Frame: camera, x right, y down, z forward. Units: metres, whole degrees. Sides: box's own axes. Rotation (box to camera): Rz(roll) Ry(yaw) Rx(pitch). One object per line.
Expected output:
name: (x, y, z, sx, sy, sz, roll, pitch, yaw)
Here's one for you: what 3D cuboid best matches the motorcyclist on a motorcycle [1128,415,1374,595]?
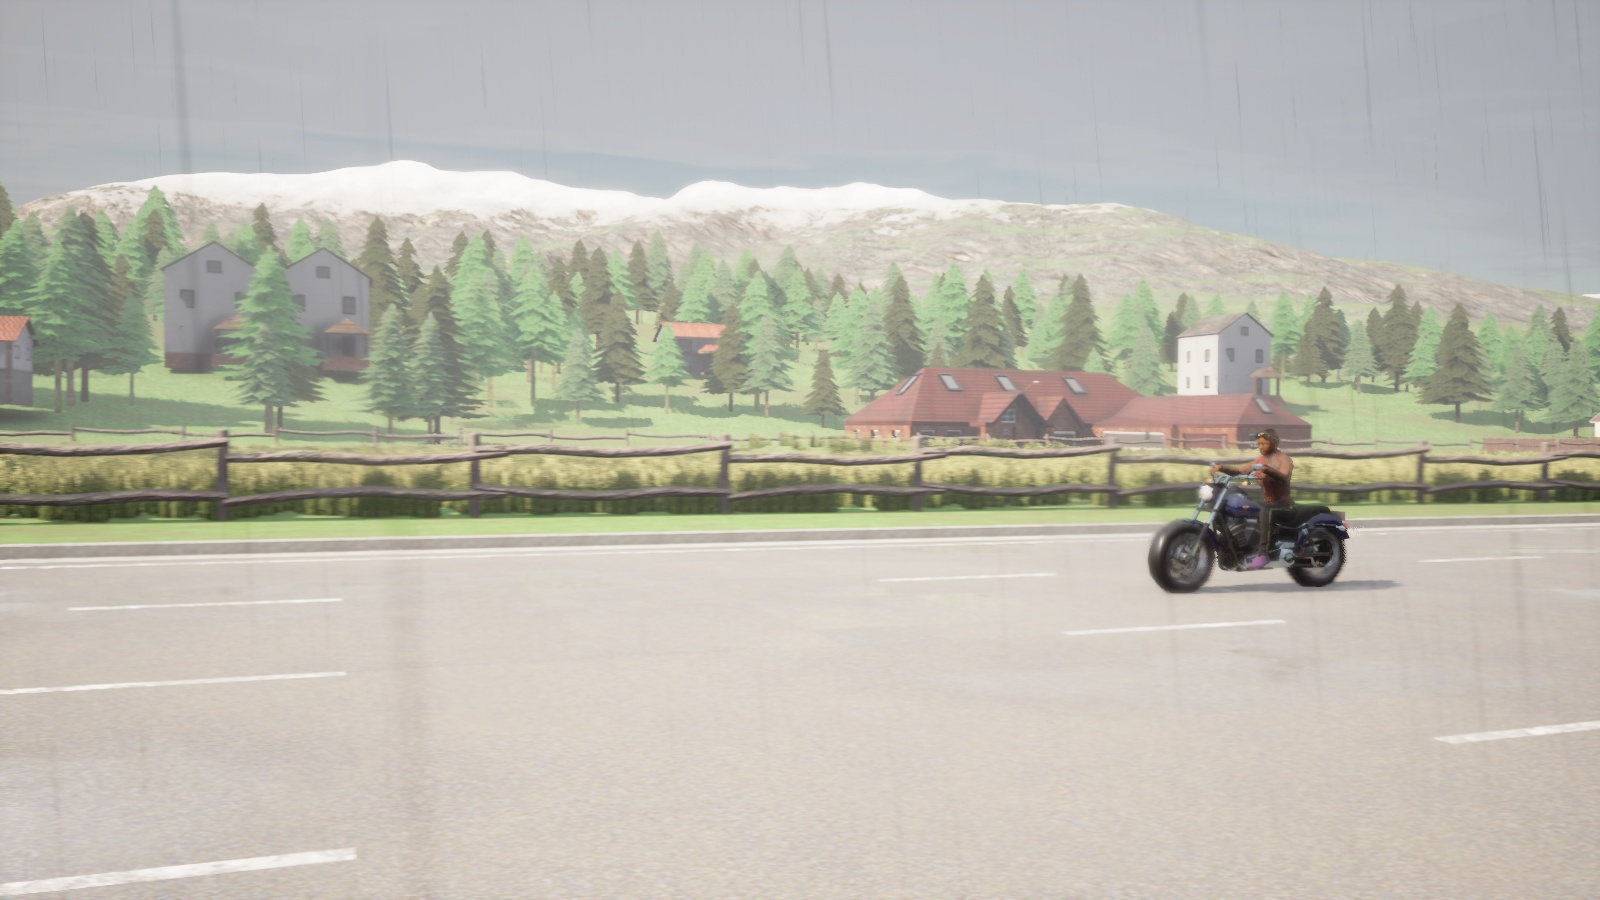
motorcyclist on a motorcycle: (4.469, 0.498, 12.422, 2.350, 1.649, 0.766, -1, 1, -21)
